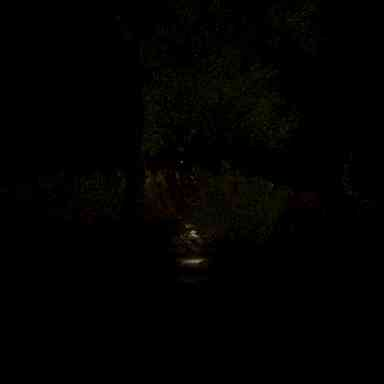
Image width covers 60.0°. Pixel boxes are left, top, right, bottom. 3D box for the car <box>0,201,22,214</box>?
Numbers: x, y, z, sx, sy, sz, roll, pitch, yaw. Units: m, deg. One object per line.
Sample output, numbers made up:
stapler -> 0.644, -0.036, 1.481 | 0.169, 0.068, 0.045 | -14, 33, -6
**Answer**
car -> -19.896, 1.561, 33.636 | 2.033, 1.411, 5.357 | 0, 0, 41
